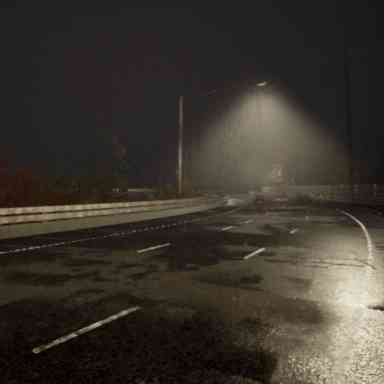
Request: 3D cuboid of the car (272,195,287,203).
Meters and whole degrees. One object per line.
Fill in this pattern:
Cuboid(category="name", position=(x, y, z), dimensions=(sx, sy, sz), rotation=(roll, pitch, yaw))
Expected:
Cuboid(category="car", position=(14.248, 1.138, 54.453), dimensions=(1.895, 1.301, 4.718), rotation=(1, 1, 6))

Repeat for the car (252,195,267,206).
Cuboid(category="car", position=(9.308, 1.099, 45.553), dimensions=(1.812, 1.442, 4.674), rotation=(1, 1, 11))

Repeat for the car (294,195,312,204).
Cuboid(category="car", position=(17.417, 1.175, 52.168), dimensions=(1.994, 1.385, 4.181), rotation=(1, 1, 7))
